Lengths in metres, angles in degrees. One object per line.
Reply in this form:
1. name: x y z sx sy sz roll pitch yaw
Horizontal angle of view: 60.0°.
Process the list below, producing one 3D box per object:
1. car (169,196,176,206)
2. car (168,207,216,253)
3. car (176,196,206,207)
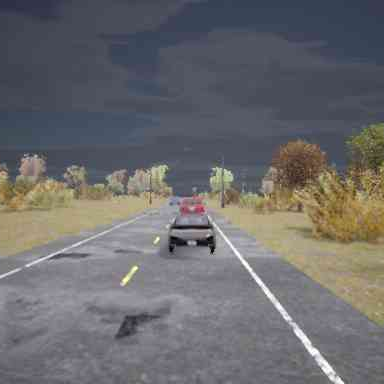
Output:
1. car: -3.574 1.930 70.974 2.150 2.045 5.566 0 -1 0
2. car: 0.001 1.629 14.289 2.128 1.511 4.902 0 0 0
3. car: -0.003 1.496 29.017 2.150 2.045 5.566 0 0 0
